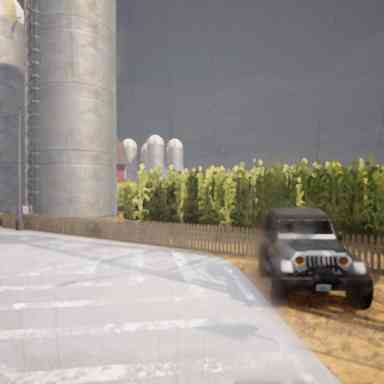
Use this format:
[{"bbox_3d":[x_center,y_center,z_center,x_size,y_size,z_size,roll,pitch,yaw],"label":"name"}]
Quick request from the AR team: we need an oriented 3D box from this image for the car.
[{"bbox_3d":[2.661,1.377,8.022,1.905,1.878,3.866,0,0,6],"label":"car"}]
